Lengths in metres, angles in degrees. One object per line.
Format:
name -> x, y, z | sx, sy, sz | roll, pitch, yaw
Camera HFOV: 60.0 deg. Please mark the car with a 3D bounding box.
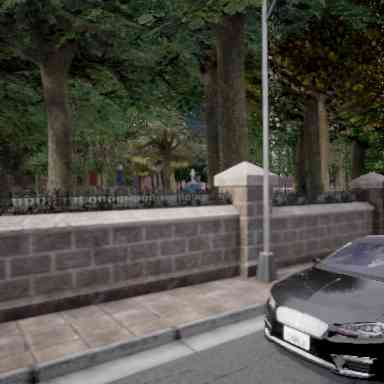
car -> 3.293, 1.504, 5.398 | 4.902, 1.511, 2.128 | 0, 0, -34
